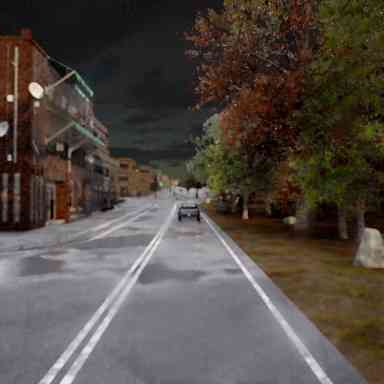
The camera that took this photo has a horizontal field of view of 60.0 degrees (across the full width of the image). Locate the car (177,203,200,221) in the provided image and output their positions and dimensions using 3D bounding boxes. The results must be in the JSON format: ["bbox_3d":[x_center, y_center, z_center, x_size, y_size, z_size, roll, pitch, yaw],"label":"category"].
[{"bbox_3d":[-0.298,1.695,29.840,2.128,1.511,4.902,0,0,-1],"label":"car"}]
